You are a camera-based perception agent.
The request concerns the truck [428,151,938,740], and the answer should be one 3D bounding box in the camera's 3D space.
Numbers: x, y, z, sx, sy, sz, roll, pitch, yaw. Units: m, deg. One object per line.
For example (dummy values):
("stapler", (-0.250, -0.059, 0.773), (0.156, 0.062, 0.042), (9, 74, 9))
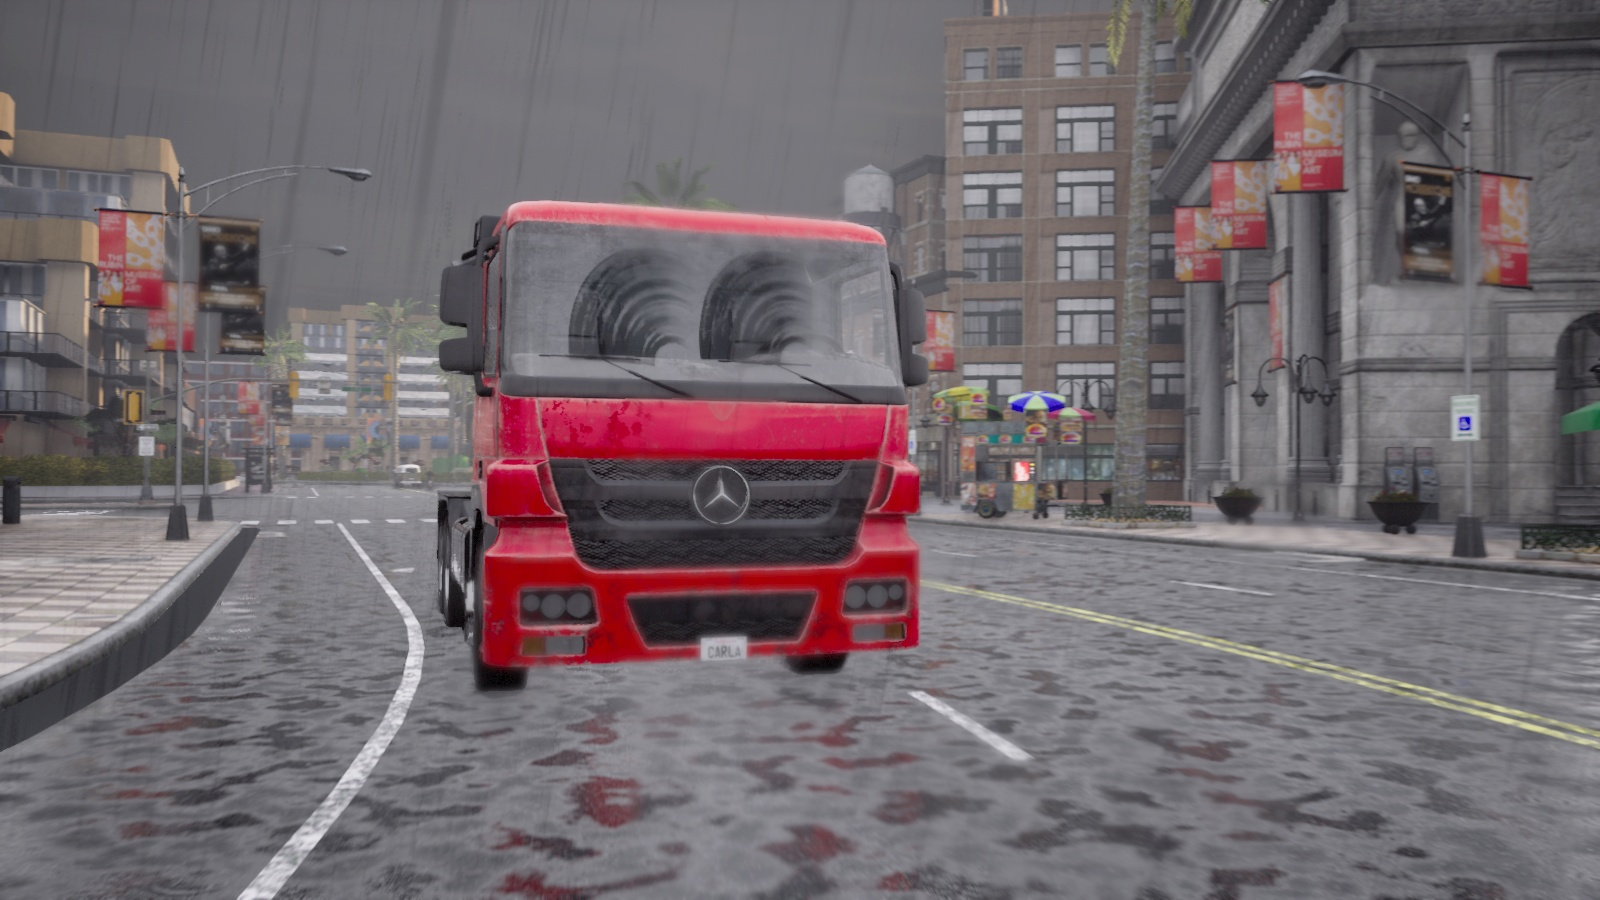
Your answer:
("truck", (-1.752, 0.036, 11.596), (2.891, 3.462, 7.936), (0, -1, -19))
